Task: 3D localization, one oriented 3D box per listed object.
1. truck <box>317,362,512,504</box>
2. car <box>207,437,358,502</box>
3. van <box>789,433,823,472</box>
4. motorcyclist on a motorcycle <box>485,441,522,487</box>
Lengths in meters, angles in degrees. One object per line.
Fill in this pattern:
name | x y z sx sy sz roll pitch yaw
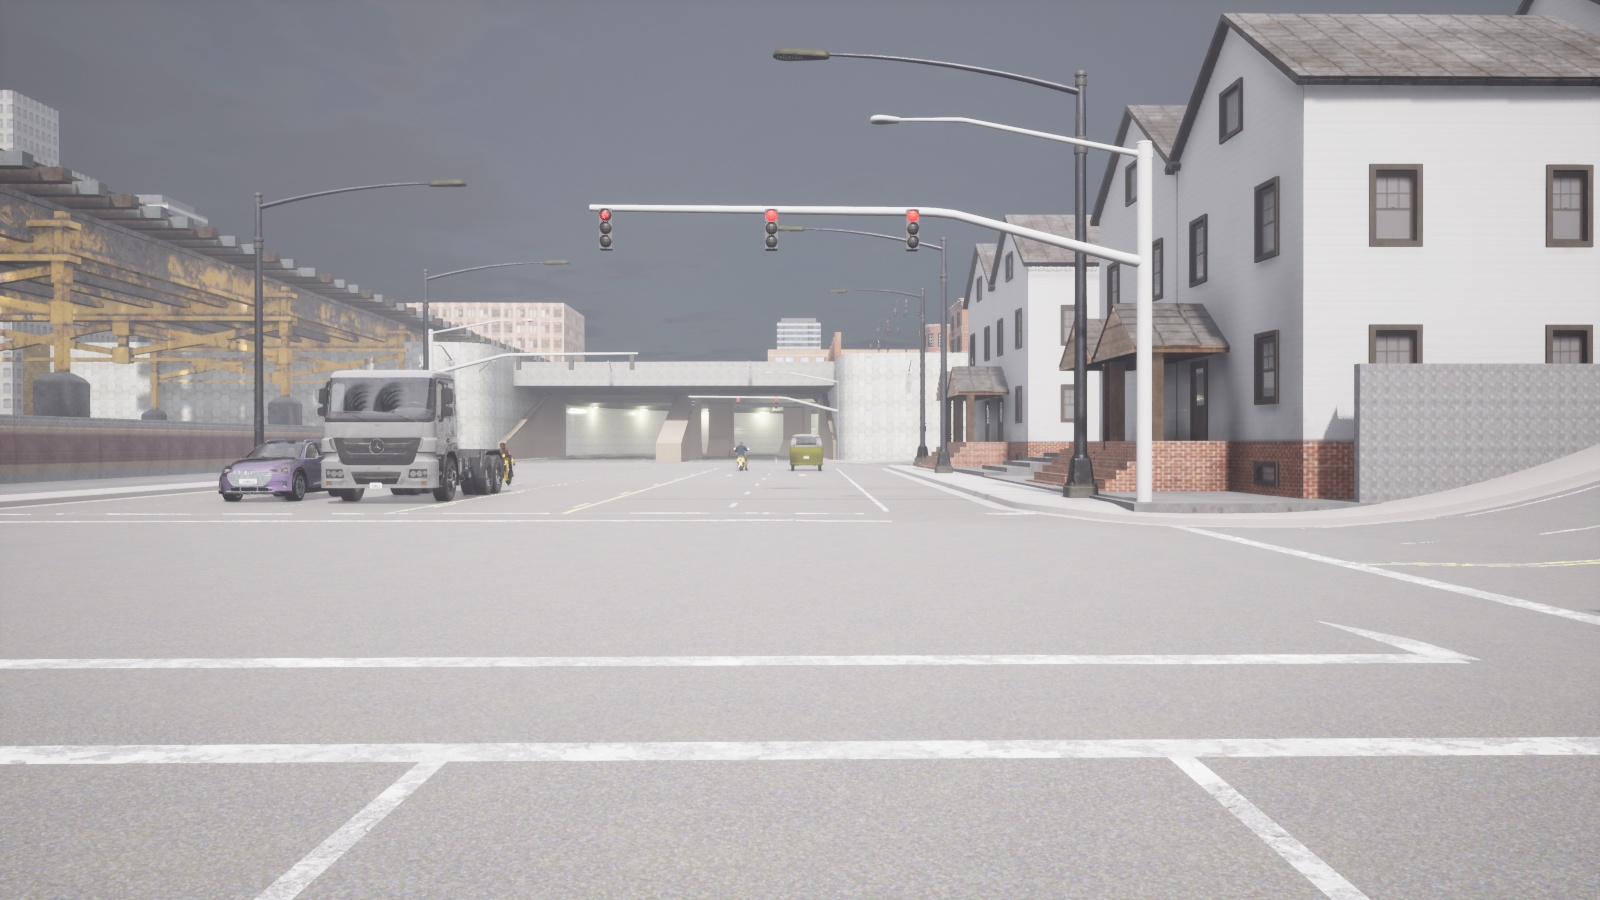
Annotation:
truck | -10.315 -0.439 34.598 2.891 3.462 7.936 0 0 0
car | -13.823 0.474 33.899 2.033 1.649 4.856 0 0 0
van | 0.340 0.117 67.674 1.775 1.987 4.442 0 0 0
motorcyclist on a motorcycle | -10.277 0.470 43.538 0.797 1.523 2.044 0 1 0
